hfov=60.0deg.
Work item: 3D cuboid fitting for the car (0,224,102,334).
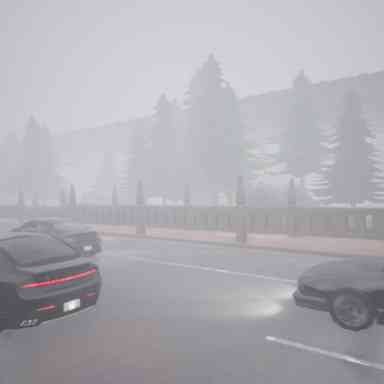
[{"bbox_3d":[-3.911,1.585,6.781,4.892,1.490,1.837,0,0,35],"label":"car"}]

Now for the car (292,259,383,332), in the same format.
[{"bbox_3d":[4.425,1.539,5.135,5.357,1.411,2.033,-1,0,35],"label":"car"}]

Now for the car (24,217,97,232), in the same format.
[{"bbox_3d":[-5.207,1.650,12.003,4.674,1.442,1.812,-1,0,35],"label":"car"}]
